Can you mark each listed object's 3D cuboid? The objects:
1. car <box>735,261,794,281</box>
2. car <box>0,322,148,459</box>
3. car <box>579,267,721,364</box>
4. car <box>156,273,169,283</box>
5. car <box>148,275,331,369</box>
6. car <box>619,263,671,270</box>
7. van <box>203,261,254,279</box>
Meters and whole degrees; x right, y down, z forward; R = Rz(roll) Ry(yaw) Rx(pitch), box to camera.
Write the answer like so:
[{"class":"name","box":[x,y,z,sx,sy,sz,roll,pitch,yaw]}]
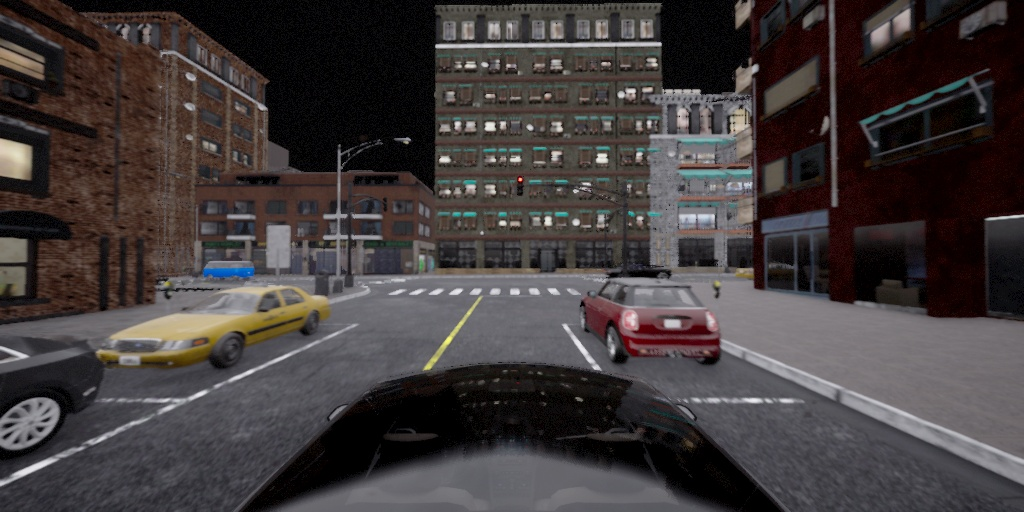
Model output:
[{"class":"car","box":[17.661,1.006,23.969,4.829,1.417,1.751,0,0,1]},{"class":"car","box":[-5.655,1.300,2.353,2.007,1.370,4.403,0,0,0]},{"class":"car","box":[2.741,1.183,8.092,1.967,1.591,4.097,0,0,0]},{"class":"car","box":[-26.180,1.452,24.617,4.313,1.339,1.948,0,0,1]},{"class":"car","box":[-5.824,1.269,7.870,1.751,1.417,4.829,0,0,0]},{"class":"car","box":[9.389,1.199,26.796,4.718,1.301,1.895,-1,-1,1]},{"class":"van","box":[-26.053,1.365,32.995,3.998,1.789,1.690,0,0,1]}]
